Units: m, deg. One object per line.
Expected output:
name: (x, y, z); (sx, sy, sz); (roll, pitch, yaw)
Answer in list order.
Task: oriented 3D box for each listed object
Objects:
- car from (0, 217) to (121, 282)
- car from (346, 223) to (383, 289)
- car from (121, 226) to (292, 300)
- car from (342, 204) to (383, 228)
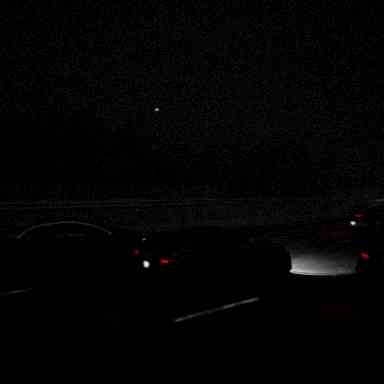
car: (-3.615, 1.492, 9.768); (4.902, 1.511, 2.128); (0, 0, -36)
car: (5.801, 1.563, 8.012); (4.181, 1.385, 1.994); (0, 0, -36)
car: (0.625, 1.564, 8.495); (4.181, 1.385, 1.994); (0, 0, -36)
car: (11.104, 1.503, 20.275); (4.892, 1.490, 1.837); (0, 0, -36)
